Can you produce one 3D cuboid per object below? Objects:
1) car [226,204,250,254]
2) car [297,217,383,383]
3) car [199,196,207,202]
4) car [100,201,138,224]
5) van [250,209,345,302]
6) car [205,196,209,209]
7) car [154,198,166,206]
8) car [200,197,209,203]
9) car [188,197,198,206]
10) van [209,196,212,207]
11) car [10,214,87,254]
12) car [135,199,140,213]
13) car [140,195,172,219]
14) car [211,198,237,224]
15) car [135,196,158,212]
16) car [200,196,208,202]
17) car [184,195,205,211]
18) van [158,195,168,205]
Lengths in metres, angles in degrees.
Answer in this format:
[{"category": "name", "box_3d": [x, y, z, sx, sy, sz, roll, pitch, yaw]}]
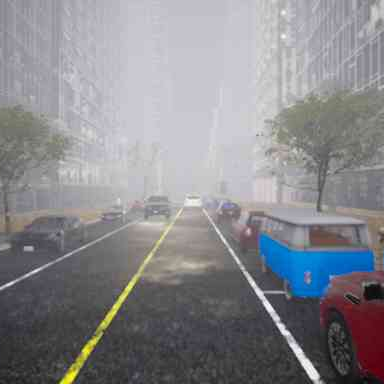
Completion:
[{"category": "car", "box_3d": [2.700, 1.478, 13.736, 1.967, 1.590, 4.097, -1, 0, 0]}, {"category": "car", "box_3d": [2.682, 1.322, 2.370, 2.192, 1.841, 5.009, -1, 0, 0]}, {"category": "car", "box_3d": [2.940, 1.786, 87.624, 1.947, 1.339, 4.313, -1, 0, 0]}, {"category": "car", "box_3d": [-5.663, 1.620, 25.116, 2.008, 1.369, 4.403, -1, 0, 0]}, {"category": "van", "box_3d": [2.691, 1.364, 8.053, 1.690, 1.788, 3.998, -1, 0, 0]}, {"category": "car", "box_3d": [2.751, 1.678, 47.838, 2.008, 1.369, 4.403, -1, 0, 0]}, {"category": "car", "box_3d": [-5.612, 1.739, 59.218, 1.802, 1.307, 4.206, -1, 0, 0]}, {"category": "car", "box_3d": [2.847, 1.761, 76.255, 1.947, 1.339, 4.313, -1, 0, 0]}, {"category": "car", "box_3d": [0.188, 1.638, 60.698, 1.882, 1.535, 5.008, 0, -1, 0]}, {"category": "van", "box_3d": [2.724, 1.424, 30.787, 1.690, 1.788, 3.998, -1, 0, 0]}, {"category": "car", "box_3d": [-5.680, 1.605, 13.748, 1.947, 1.339, 4.313, -1, 0, 0]}, {"category": "car", "box_3d": [-5.647, 1.539, 36.483, 1.967, 1.590, 4.097, -1, 0, 0]}, {"category": "car", "box_3d": [-2.958, 1.287, 29.945, 2.150, 2.045, 5.566, 0, 0, 0]}, {"category": "car", "box_3d": [2.716, 1.509, 25.104, 1.967, 1.590, 4.097, -1, 0, 0]}, {"category": "car", "box_3d": [-5.640, 1.429, 42.167, 2.192, 1.841, 5.009, -1, 0, 0]}, {"category": "car", "box_3d": [2.913, 1.790, 81.938, 1.802, 1.307, 4.206, -1, 0, 0]}, {"category": "car", "box_3d": [0.164, 1.340, 43.791, 2.150, 2.045, 5.566, 0, 0, 0]}, {"category": "van", "box_3d": [-5.605, 1.512, 64.902, 1.690, 1.788, 3.998, -1, 0, 0]}]
